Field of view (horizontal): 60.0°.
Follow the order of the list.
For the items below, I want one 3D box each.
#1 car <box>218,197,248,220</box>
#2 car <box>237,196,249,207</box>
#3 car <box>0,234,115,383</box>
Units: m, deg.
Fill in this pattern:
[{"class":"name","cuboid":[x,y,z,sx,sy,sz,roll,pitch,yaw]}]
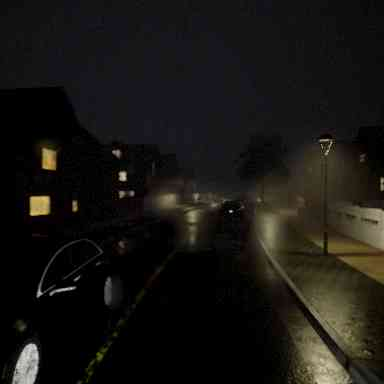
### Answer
[{"class":"car","cuboid":[3.234,1.379,26.577,1.994,1.385,4.181,0,1,10]},{"class":"car","cuboid":[6.264,1.240,42.741,1.994,1.385,4.181,0,0,11]},{"class":"car","cuboid":[-2.566,1.490,5.031,1.837,1.490,4.892,0,0,3]}]
